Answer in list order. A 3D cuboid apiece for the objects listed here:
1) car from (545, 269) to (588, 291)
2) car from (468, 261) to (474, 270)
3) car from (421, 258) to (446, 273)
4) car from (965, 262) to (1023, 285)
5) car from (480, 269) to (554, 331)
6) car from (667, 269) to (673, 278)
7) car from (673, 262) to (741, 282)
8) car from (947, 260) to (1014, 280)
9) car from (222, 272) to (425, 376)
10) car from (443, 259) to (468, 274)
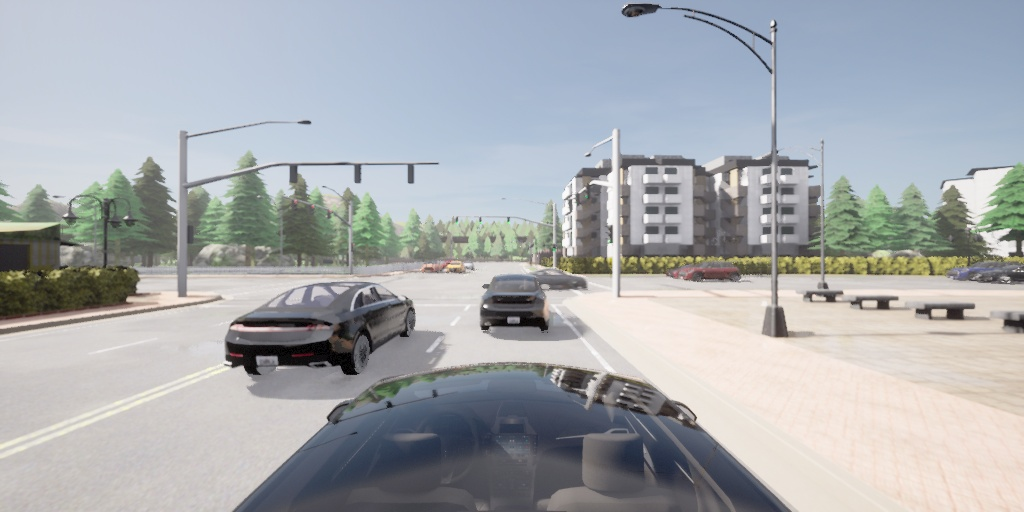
[{"bbox_3d":[2.584,1.487,22.386,4.181,1.385,1.994,1,0,-1],"label":"car"},{"bbox_3d":[-7.245,1.587,59.016,1.812,1.442,4.674,0,0,0],"label":"car"},{"bbox_3d":[-10.726,1.356,48.340,2.097,1.767,4.553,0,0,0],"label":"car"},{"bbox_3d":[38.520,1.391,27.031,4.892,1.490,1.837,0,-1,22],"label":"car"},{"bbox_3d":[0.114,1.308,11.152,1.837,1.490,4.892,0,0,2],"label":"car"},{"bbox_3d":[16.767,1.486,33.551,4.181,1.385,1.994,0,0,-1],"label":"car"},{"bbox_3d":[16.457,1.255,30.053,4.553,1.767,2.097,0,0,-1],"label":"car"},{"bbox_3d":[40.072,1.254,30.122,4.553,1.767,2.097,0,0,23],"label":"car"},{"bbox_3d":[-3.452,1.274,7.494,2.128,1.511,4.902,0,0,0],"label":"car"},{"bbox_3d":[-7.225,1.471,46.378,1.882,1.535,5.008,0,0,0],"label":"car"}]
